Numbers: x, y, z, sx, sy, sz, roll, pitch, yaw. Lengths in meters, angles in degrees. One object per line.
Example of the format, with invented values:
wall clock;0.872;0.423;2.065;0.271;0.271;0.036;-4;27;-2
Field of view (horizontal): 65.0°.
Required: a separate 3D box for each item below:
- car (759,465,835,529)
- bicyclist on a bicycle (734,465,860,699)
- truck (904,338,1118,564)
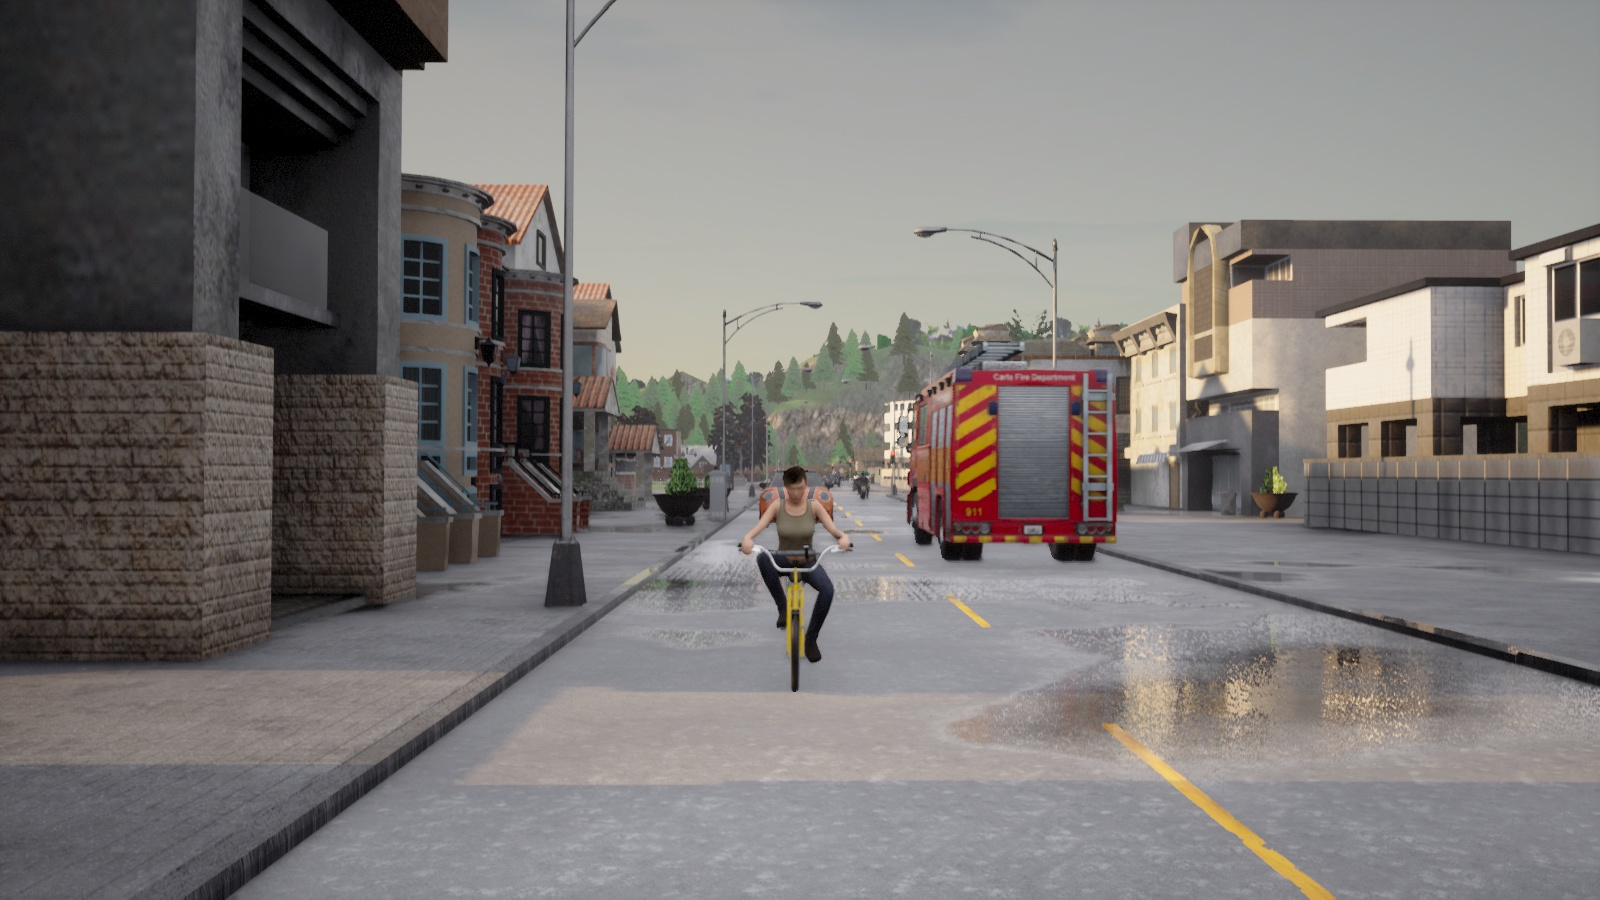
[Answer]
car;-0.099;1.337;36.995;2.097;1.767;4.553;0;-1;0
bicyclist on a bicycle;-0.026;0.922;9.435;0.866;1.612;1.509;0;-1;0
truck;3.927;0.094;25.573;2.891;3.827;8.468;0;-1;0
